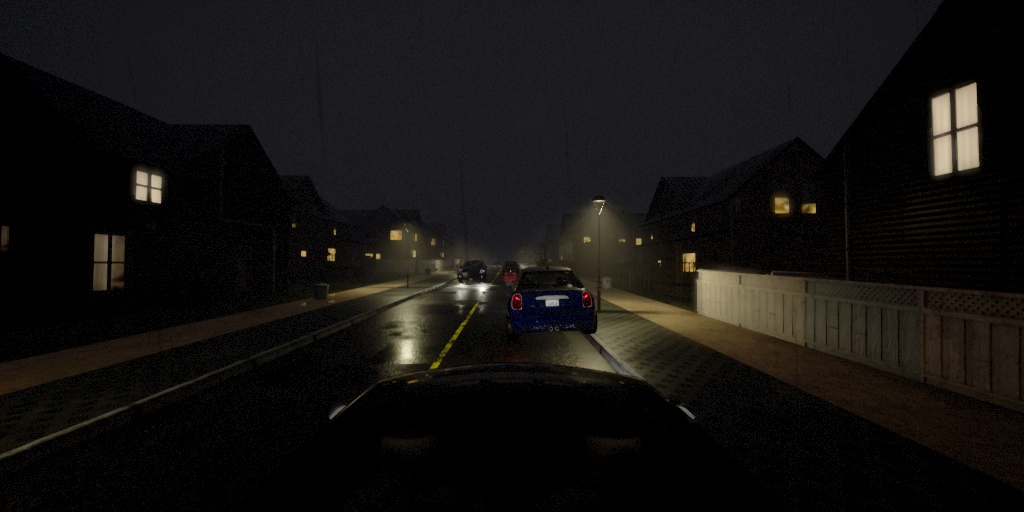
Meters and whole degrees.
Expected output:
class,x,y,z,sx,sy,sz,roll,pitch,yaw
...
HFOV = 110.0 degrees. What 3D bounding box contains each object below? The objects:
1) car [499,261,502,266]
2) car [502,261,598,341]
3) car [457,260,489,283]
class,x,y,z,sx,sy,sz,roll,pitch,yaw
car,-0.139,1.300,38.822,1.837,1.490,4.892,0,0,0
car,0.884,1.076,10.093,2.097,1.767,4.553,-2,0,0
car,-3.003,1.128,28.339,2.097,1.767,4.553,0,0,0
